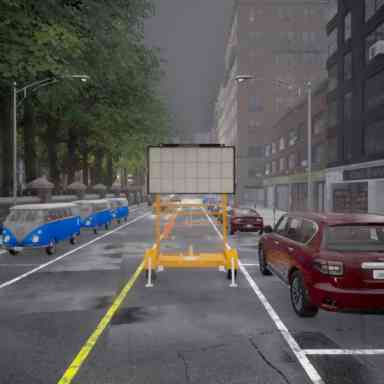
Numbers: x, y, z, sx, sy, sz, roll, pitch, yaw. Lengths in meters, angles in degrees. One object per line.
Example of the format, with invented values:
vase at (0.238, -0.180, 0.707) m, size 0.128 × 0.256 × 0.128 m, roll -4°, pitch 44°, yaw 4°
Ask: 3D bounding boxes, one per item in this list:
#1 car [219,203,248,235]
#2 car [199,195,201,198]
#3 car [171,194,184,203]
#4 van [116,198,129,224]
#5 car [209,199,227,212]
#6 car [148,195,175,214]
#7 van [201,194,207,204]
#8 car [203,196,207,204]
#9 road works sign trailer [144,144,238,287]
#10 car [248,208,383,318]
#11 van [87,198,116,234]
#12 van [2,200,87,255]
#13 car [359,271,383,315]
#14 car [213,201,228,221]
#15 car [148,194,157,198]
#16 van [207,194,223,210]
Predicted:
car at (2.820, 1.538, 18.685) m, size 1.887 × 1.381 × 4.507 m, roll 0°, pitch 0°, yaw 0°
car at (2.748, 1.505, 58.308) m, size 1.947 × 1.339 × 4.313 m, roll 0°, pitch 0°, yaw 0°
car at (-3.121, 1.488, 65.787) m, size 1.994 × 1.385 × 4.181 m, roll 0°, pitch 0°, yaw 0°
van at (-5.716, 1.329, 24.301) m, size 1.690 × 1.788 × 3.998 m, roll 0°, pitch 0°, yaw 0°
car at (2.799, 1.564, 30.006) m, size 1.802 × 1.307 × 4.206 m, roll 0°, pitch 0°, yaw 0°
car at (-3.166, 1.453, 35.576) m, size 1.882 × 1.535 × 5.008 m, roll 0°, pitch 0°, yaw 0°
van at (2.758, 1.291, 52.647) m, size 1.690 × 1.788 × 3.998 m, roll 0°, pitch 0°, yaw 0°
car at (2.779, 1.513, 41.326) m, size 1.887 × 1.381 × 4.507 m, roll 0°, pitch 0°, yaw 0°
road works sign trailer at (-0.017, 0.463, 9.312) m, size 2.380 × 3.560 × 2.880 m, roll 0°, pitch 0°, yaw 0°
car at (2.840, 1.314, 7.363) m, size 2.192 × 1.841 × 5.009 m, roll 0°, pitch 0°, yaw 0°
van at (-5.706, 1.334, 18.643) m, size 1.690 × 1.788 × 3.998 m, roll 0°, pitch 0°, yaw 0°
van at (-5.695, 1.338, 12.986) m, size 1.690 × 1.788 × 3.998 m, roll 0°, pitch 0°, yaw 0°
car at (2.851, 1.582, 1.703) m, size 1.802 × 1.307 × 4.206 m, roll 0°, pitch 0°, yaw 0°
car at (2.810, 1.570, 24.345) m, size 1.802 × 1.307 × 4.206 m, roll 0°, pitch 0°, yaw 0°
car at (-5.767, 1.265, 52.591) m, size 2.192 × 1.841 × 5.009 m, roll 0°, pitch 0°, yaw 0°
van at (2.789, 1.317, 35.666) m, size 1.690 × 1.788 × 3.998 m, roll 0°, pitch 0°, yaw 0°
